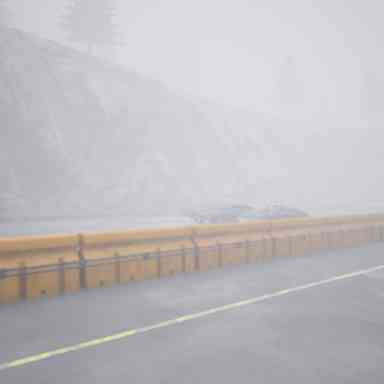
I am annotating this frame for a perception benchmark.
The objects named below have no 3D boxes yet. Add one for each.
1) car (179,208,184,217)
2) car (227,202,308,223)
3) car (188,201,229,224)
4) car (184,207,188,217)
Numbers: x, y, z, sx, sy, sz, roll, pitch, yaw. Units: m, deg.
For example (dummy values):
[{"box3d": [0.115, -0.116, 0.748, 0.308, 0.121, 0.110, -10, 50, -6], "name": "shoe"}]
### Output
[{"box3d": [1.078, 1.546, 29.861, 4.674, 1.442, 1.812, 0, 0, -31], "name": "car"}, {"box3d": [4.816, 1.509, 19.834, 4.902, 1.511, 2.128, 0, 0, -32], "name": "car"}, {"box3d": [2.483, 1.522, 22.507, 4.892, 1.490, 1.837, 0, 0, -32], "name": "car"}, {"box3d": [2.164, 1.497, 26.425, 5.008, 1.535, 1.882, 0, 0, -31], "name": "car"}]
